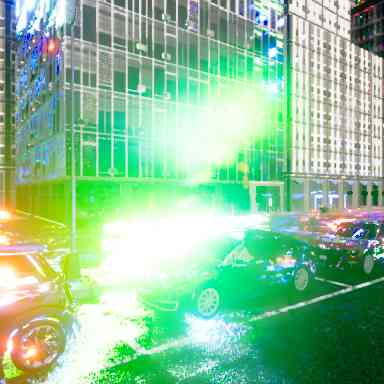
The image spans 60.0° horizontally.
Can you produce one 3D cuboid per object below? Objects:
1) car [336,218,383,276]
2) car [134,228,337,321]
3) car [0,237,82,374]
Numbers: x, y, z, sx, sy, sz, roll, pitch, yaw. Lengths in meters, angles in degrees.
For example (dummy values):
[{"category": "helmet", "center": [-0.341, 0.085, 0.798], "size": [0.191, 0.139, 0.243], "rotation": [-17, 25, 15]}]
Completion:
[{"category": "car", "center": [5.419, 1.545, 10.393], "size": [4.507, 1.381, 1.887], "rotation": [0, 0, -35]}, {"category": "car", "center": [0.907, 1.551, 7.192], "size": [4.403, 1.369, 2.008], "rotation": [0, 0, -35]}, {"category": "car", "center": [-3.604, 1.440, 3.991], "size": [4.097, 1.590, 1.967], "rotation": [0, 0, -35]}]
